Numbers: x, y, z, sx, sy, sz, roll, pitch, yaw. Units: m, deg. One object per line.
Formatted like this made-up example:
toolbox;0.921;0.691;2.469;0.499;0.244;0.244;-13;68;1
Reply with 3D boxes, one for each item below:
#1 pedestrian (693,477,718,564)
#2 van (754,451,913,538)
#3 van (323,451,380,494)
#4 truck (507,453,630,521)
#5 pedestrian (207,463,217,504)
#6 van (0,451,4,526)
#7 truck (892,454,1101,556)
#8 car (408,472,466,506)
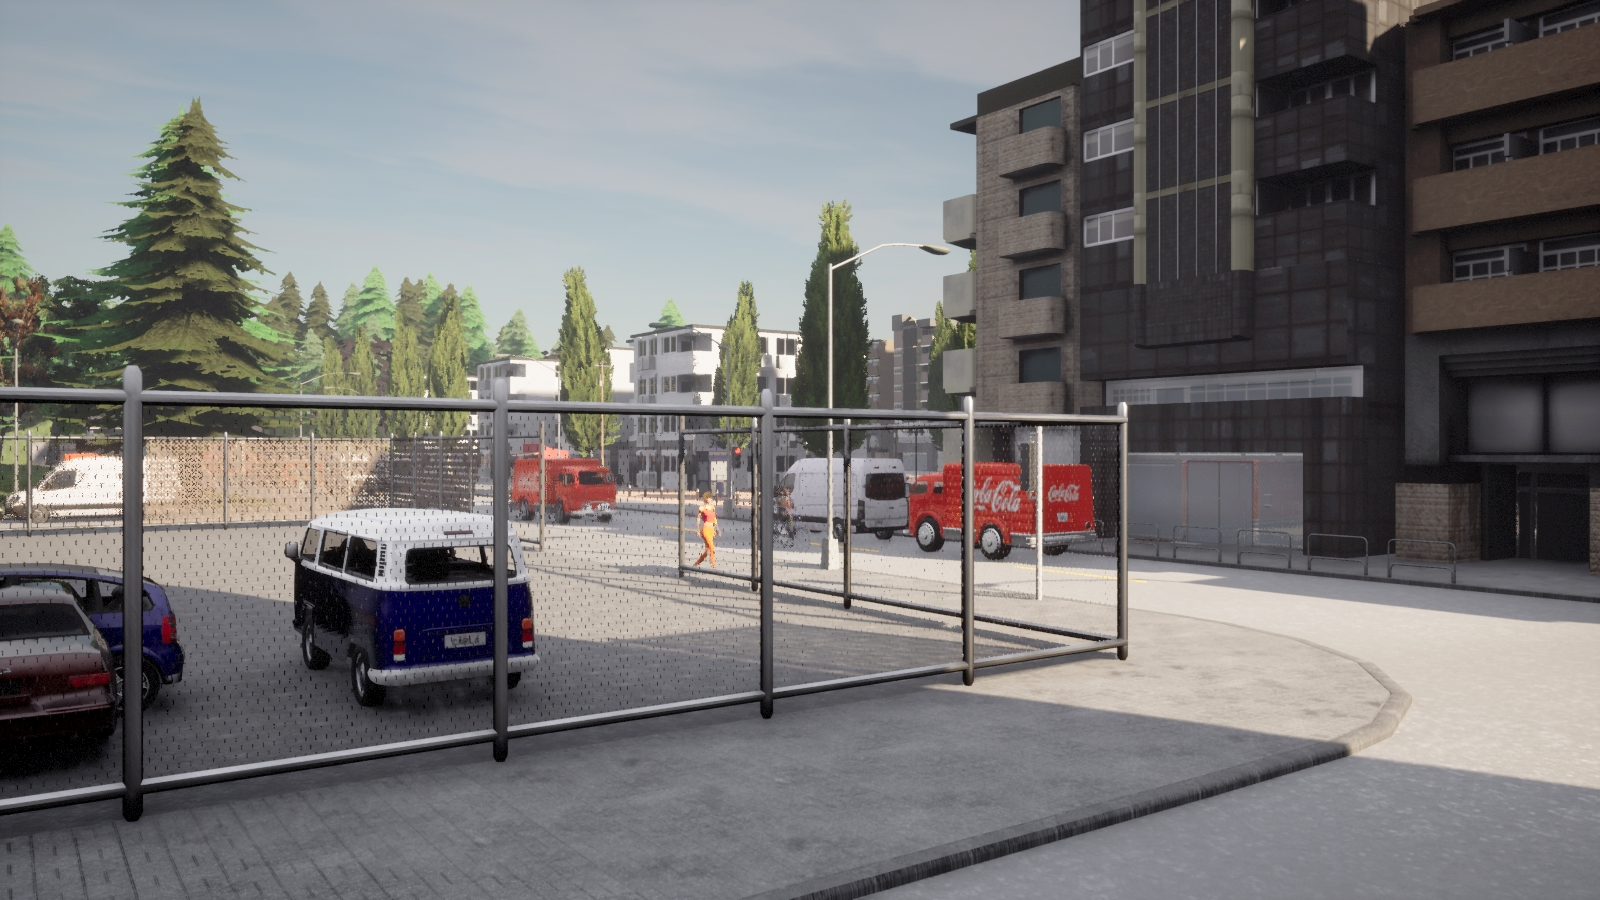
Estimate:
pedestrian;-2.057;1.524;24.849;0.375;1.860;0.375;0;0;-43
van;0.943;1.314;36.724;1.988;2.561;5.915;0;0;-35
van;-27.847;1.314;70.790;1.988;2.561;5.915;0;0;-35
truck;-9.080;1.348;44.489;2.627;2.467;5.204;0;0;-38
pedestrian;-26.916;1.526;52.317;0.375;1.860;0.375;0;0;-35
van;-30.384;1.314;38.452;5.915;2.561;1.988;0;0;-35
truck;5.157;1.349;30.740;2.627;2.467;5.204;0;0;-35
car;-17.648;1.841;55.354;2.231;1.480;4.892;0;0;-23
